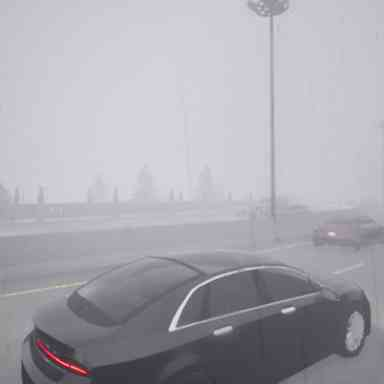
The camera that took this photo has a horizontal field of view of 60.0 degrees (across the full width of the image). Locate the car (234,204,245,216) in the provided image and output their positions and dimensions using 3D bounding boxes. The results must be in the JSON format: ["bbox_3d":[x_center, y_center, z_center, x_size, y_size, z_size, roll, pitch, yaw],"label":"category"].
[{"bbox_3d":[6.258,1.835,35.046,1.895,1.301,4.718,0,-1,37],"label":"car"}]

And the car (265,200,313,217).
[{"bbox_3d":[7.894,1.662,25.980,1.837,1.490,4.892,0,0,41],"label":"car"}]

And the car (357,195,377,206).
[{"bbox_3d":[30.975,1.584,58.192,2.150,2.045,5.566,0,0,35],"label":"car"}]

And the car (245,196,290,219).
[{"bbox_3d":[7.462,1.419,30.917,2.150,2.045,5.566,0,-1,38],"label":"car"}]

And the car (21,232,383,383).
[{"bbox_3d":[0.511,1.528,4.368,4.892,1.490,1.837,0,0,-37],"label":"car"}]

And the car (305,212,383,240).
[{"bbox_3d":[6.993,1.642,14.590,4.181,1.385,1.994,0,0,-44],"label":"car"}]

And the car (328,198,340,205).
[{"bbox_3d":[29.615,1.987,68.543,2.033,1.411,5.357,0,-1,35],"label":"car"}]

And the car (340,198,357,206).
[{"bbox_3d":[30.297,1.929,63.364,2.128,1.511,4.902,0,-1,35],"label":"car"}]
